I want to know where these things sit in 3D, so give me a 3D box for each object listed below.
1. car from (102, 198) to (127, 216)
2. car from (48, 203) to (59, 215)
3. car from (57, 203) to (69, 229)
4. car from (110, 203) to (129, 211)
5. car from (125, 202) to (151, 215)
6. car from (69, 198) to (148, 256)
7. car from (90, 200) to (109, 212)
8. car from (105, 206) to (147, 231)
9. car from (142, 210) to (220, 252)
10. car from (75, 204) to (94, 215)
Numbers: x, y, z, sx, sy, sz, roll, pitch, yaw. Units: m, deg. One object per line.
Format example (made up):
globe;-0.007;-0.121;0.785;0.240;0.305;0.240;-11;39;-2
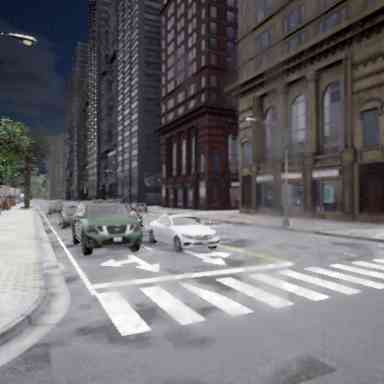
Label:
car;-10.105;1.853;43.014;2.150;2.045;5.566;0;-1;-25
car;-17.586;2.152;43.431;1.837;1.490;4.892;0;-2;-25
car;-8.757;1.862;24.823;1.837;1.490;4.892;0;-1;-26
car;-11.794;2.398;53.960;1.895;1.301;4.718;0;-1;-26
car;-7.345;2.148;44.783;2.128;1.511;4.902;0;-1;-25
car;-3.910;1.424;14.700;2.150;2.045;5.566;0;-1;-26
car;-14.700;2.130;52.506;2.097;1.767;4.553;0;-1;-26
car;-4.959;1.853;24.414;1.837;1.490;4.892;0;-1;-26
car;-0.522;1.731;15.141;1.812;1.442;4.674;0;-1;-27
car;-14.415;2.256;44.317;1.895;1.301;4.718;0;-1;-25
